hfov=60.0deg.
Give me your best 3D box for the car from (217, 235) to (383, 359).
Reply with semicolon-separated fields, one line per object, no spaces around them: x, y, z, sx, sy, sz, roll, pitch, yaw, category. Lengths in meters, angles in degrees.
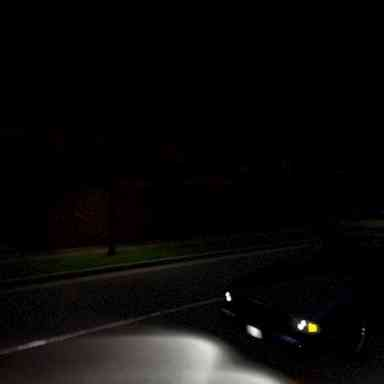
3.037;1.550;6.144;5.357;1.411;2.033;0;0;-35;car
